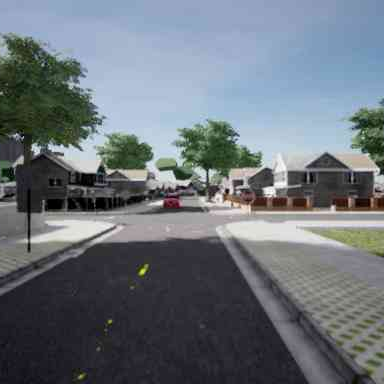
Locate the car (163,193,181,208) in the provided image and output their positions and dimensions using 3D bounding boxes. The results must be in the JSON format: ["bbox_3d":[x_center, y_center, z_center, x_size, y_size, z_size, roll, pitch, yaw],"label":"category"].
[{"bbox_3d":[-2.768,1.236,45.789,2.150,2.045,5.566,0,2,0],"label":"car"}]
